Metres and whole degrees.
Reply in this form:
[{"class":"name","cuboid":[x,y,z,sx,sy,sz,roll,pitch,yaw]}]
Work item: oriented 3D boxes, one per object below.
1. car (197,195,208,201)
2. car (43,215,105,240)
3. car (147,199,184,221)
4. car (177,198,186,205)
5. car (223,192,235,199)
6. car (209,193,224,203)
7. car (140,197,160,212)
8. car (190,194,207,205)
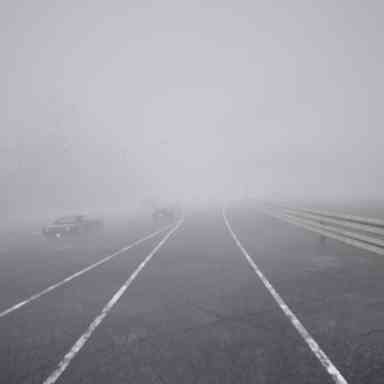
[{"class":"car","cuboid":[2.902,1.713,93.120,1.882,1.535,5.008,-4,0,13]},{"class":"car","cuboid":[-7.266,2.137,21.024,1.895,1.301,4.718,-4,0,8]},{"class":"car","cuboid":[-2.312,1.768,30.399,1.812,1.442,4.674,-4,0,9]},{"class":"car","cuboid":[-2.521,1.996,68.569,1.812,1.442,4.674,-4,0,12]},{"class":"car","cuboid":[9.620,0.979,91.261,2.150,2.045,5.566,-4,0,13]},{"class":"car","cuboid":[4.657,1.462,68.854,2.128,1.511,4.902,-4,0,12]},{"class":"car","cuboid":[-6.094,1.835,50.262,2.150,2.045,5.566,-4,0,10]},{"class":"car","cuboid":[1.041,1.443,68.756,2.150,2.045,5.566,-4,0,12]}]
